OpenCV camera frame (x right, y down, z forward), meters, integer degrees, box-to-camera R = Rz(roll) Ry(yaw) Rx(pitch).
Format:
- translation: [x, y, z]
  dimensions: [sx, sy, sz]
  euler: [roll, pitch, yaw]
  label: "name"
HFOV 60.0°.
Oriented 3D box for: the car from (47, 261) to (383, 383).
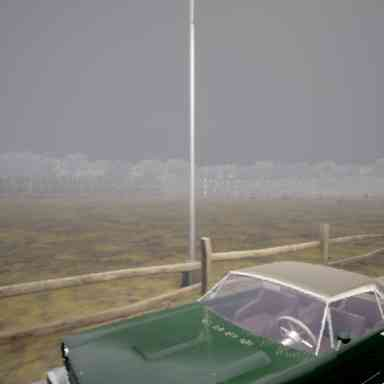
- translation: [0.990, 1.600, 3.776]
  dimensions: [4.718, 1.301, 1.895]
  euler: [0, 0, -35]
  label: "car"
